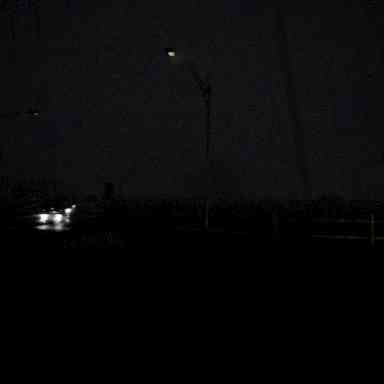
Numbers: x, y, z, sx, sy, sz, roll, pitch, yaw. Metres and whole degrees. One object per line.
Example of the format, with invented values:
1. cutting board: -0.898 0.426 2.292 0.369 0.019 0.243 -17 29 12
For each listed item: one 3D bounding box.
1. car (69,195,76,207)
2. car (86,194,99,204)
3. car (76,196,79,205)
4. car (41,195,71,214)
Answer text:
1. car: -15.701 1.160 40.783 1.837 1.490 4.892 2 0 -15
2. car: -16.420 1.181 54.656 1.837 1.490 4.892 2 0 -14
3. car: -18.565 1.155 51.311 2.033 1.411 5.357 2 0 -15
4. car: -12.875 1.270 31.248 1.994 1.385 4.181 2 0 -17
